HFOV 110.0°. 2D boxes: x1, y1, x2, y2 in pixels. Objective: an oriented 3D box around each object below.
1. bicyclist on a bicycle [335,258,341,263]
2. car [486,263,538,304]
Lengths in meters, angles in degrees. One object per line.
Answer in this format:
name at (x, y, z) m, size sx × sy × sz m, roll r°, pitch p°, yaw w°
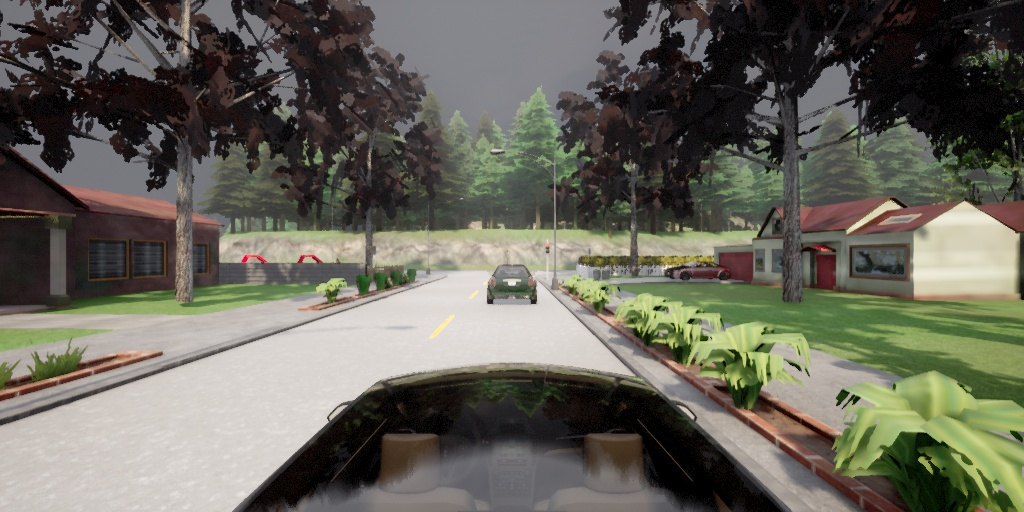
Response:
bicyclist on a bicycle at (-24.045, 1.097, 49.509) m, size 0.582 × 1.620 × 1.656 m, roll 0°, pitch 0°, yaw 0°
car at (0.000, 1.115, 16.470) m, size 2.097 × 1.767 × 4.553 m, roll 0°, pitch 0°, yaw 0°
